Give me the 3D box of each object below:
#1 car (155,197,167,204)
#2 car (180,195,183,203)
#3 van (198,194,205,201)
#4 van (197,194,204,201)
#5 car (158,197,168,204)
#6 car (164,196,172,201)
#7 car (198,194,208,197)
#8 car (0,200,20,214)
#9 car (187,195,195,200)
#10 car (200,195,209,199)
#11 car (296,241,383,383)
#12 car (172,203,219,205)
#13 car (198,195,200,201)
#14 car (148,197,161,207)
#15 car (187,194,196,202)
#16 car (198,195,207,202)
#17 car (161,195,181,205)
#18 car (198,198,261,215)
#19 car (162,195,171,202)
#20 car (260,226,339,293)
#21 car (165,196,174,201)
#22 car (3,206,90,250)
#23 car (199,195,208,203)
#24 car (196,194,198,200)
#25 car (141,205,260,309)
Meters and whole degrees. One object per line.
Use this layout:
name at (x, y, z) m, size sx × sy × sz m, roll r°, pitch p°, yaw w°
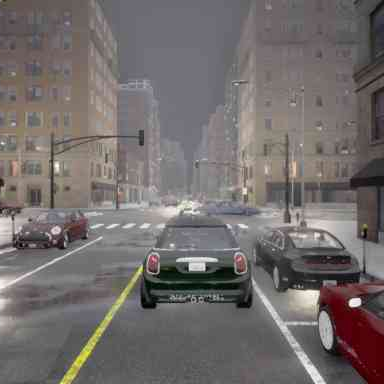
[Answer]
car at (-5.944, 1.613, 63.547) m, size 1.887 × 1.381 × 4.507 m, roll 0°, pitch 0°, yaw 0°
car at (-3.139, 1.661, 60.023) m, size 1.895 × 1.301 × 4.718 m, roll 0°, pitch 0°, yaw 0°
van at (2.424, 1.480, 85.632) m, size 1.690 × 1.788 × 3.998 m, roll 0°, pitch 0°, yaw 0°
van at (2.384, 1.503, 91.138) m, size 1.690 × 1.788 × 3.998 m, roll 0°, pitch 0°, yaw 0°
car at (-5.984, 1.665, 69.055) m, size 1.802 × 1.307 × 4.206 m, roll 0°, pitch 0°, yaw 0°
car at (-6.102, 1.720, 85.579) m, size 1.802 × 1.307 × 4.206 m, roll 0°, pitch 0°, yaw 0°
car at (2.580, 1.594, 63.773) m, size 1.752 × 1.417 × 4.829 m, roll 0°, pitch 0°, yaw 0°
car at (-18.003, 1.401, 30.203) m, size 5.008 × 1.535 × 1.882 m, roll 1°, pitch 0°, yaw -1°
car at (-0.280, 1.542, 90.067) m, size 1.994 × 1.385 × 4.181 m, roll 0°, pitch 0°, yaw 0°
car at (2.660, 1.590, 52.589) m, size 1.887 × 1.381 × 4.507 m, roll 0°, pitch 0°, yaw 0°
car at (2.682, 1.545, 3.171) m, size 1.887 × 1.381 × 4.507 m, roll 0°, pitch 0°, yaw 0°
car at (0.133, 1.497, 15.361) m, size 2.128 × 1.511 × 4.902 m, roll 0°, pitch 0°, yaw 0°
car at (2.621, 1.622, 58.095) m, size 1.947 × 1.339 × 4.313 m, roll 0°, pitch 0°, yaw 0°
car at (-5.865, 1.595, 52.531) m, size 2.008 × 1.369 × 4.403 m, roll 0°, pitch 0°, yaw 0°
car at (-0.208, 1.706, 80.091) m, size 1.895 × 1.301 × 4.718 m, roll 0°, pitch 0°, yaw 0°
car at (2.463, 1.559, 80.123) m, size 1.967 × 1.590 × 4.097 m, roll 0°, pitch 0°, yaw 0°
car at (-3.085, 1.588, 50.206) m, size 2.033 × 1.411 × 5.357 m, roll 0°, pitch 0°, yaw -1°
car at (3.487, 1.549, 30.270) m, size 5.357 × 1.411 × 2.033 m, roll 0°, pitch 0°, yaw 0°
car at (-6.062, 1.558, 80.071) m, size 1.967 × 1.590 × 4.097 m, roll 0°, pitch 0°, yaw 0°
car at (2.694, 1.553, 8.662) m, size 2.008 × 1.369 × 4.403 m, roll 0°, pitch 0°, yaw 0°
car at (-6.142, 1.727, 91.087) m, size 1.947 × 1.339 × 4.313 m, roll 0°, pitch 0°, yaw 0°
car at (-5.818, 1.445, 14.169) m, size 1.967 × 1.590 × 4.097 m, roll 0°, pitch 0°, yaw 0°
car at (2.502, 1.540, 74.618) m, size 1.967 × 1.590 × 4.097 m, roll 0°, pitch 0°, yaw 0°
car at (2.542, 1.398, 69.110) m, size 2.192 × 1.841 × 5.009 m, roll 0°, pitch 0°, yaw 0°
car at (0.066, 1.355, 8.059) m, size 2.097 × 1.767 × 4.553 m, roll 0°, pitch 0°, yaw -1°
